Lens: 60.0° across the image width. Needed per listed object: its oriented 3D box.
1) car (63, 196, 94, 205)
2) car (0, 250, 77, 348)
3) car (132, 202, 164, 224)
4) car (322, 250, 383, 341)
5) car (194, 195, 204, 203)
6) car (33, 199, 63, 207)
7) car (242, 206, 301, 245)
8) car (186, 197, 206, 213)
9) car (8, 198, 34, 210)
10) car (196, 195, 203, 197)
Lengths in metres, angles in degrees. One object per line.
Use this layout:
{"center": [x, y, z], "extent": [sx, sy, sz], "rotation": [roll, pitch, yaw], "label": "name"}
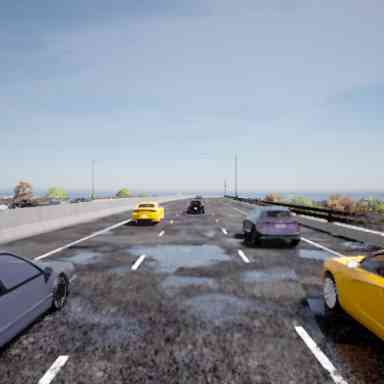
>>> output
{"center": [-13.508, 1.383, 40.666], "extent": [2.097, 1.767, 4.553], "rotation": [0, 0, 1], "label": "car"}
{"center": [-3.387, 1.545, 4.671], "extent": [2.033, 1.411, 5.357], "rotation": [0, 0, 0], "label": "car"}
{"center": [-3.201, 1.488, 24.941], "extent": [1.882, 1.535, 5.008], "rotation": [0, 0, 1], "label": "car"}
{"center": [3.507, 1.478, 4.679], "extent": [1.882, 1.535, 5.008], "rotation": [0, 0, 0], "label": "car"}
{"center": [1.604, 1.482, 73.642], "extent": [2.097, 1.767, 4.553], "rotation": [0, 0, 2], "label": "car"}
{"center": [-17.009, 1.642, 40.689], "extent": [1.895, 1.301, 4.718], "rotation": [0, 0, 1], "label": "car"}
{"center": [3.576, 1.436, 15.602], "extent": [2.033, 1.649, 4.856], "rotation": [0, 0, 1], "label": "car"}
{"center": [0.443, 1.547, 37.170], "extent": [1.812, 1.442, 4.674], "rotation": [0, 0, 1], "label": "car"}
{"center": [-20.507, 1.562, 40.802], "extent": [1.837, 1.490, 4.892], "rotation": [0, 0, 1], "label": "car"}
{"center": [0.982, 1.562, 54.210], "extent": [1.837, 1.490, 4.892], "rotation": [0, 0, 2], "label": "car"}
